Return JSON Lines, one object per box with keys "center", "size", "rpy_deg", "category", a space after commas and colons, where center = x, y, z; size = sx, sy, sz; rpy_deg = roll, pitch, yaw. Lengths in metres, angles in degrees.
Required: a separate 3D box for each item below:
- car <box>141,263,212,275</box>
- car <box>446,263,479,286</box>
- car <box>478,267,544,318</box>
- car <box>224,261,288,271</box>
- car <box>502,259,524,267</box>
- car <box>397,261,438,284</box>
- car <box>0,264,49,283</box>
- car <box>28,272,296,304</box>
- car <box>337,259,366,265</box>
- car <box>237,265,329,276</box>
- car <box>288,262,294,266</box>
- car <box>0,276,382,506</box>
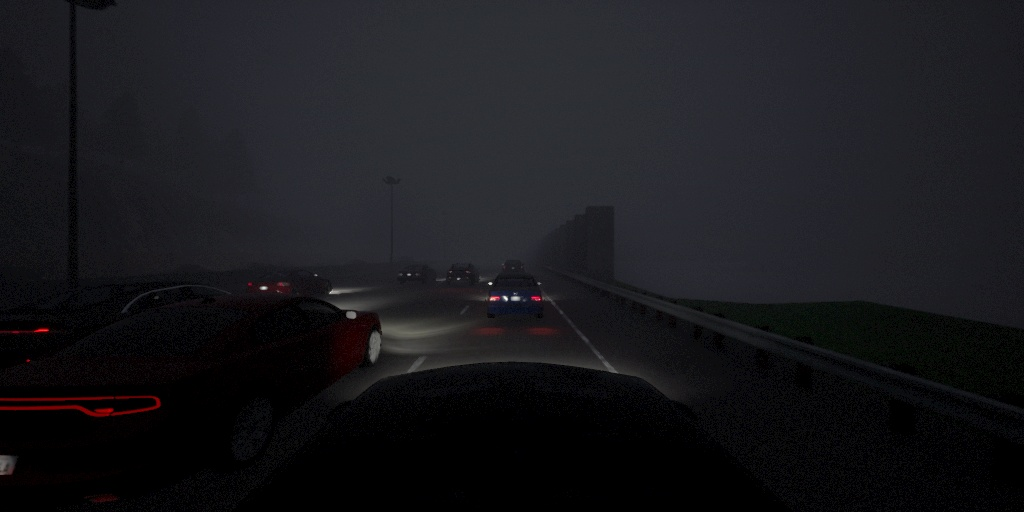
{"center": [-24.591, 1.278, 26.457], "size": [1.812, 1.442, 4.674], "rpy_deg": [0, 0, 0], "category": "car"}
{"center": [-3.394, 1.243, 25.185], "size": [2.128, 1.511, 4.902], "rpy_deg": [0, 0, 0], "category": "car"}
{"center": [0.102, 1.298, 13.018], "size": [2.033, 1.411, 5.357], "rpy_deg": [0, 0, 0], "category": "car"}
{"center": [-21.083, 1.243, 29.171], "size": [2.128, 1.511, 4.902], "rpy_deg": [0, 0, 0], "category": "car"}
{"center": [0.113, 1.103, 34.238], "size": [2.097, 1.767, 4.553], "rpy_deg": [0, 0, 0], "category": "car"}
{"center": [-6.896, 1.299, 26.527], "size": [2.033, 1.411, 5.357], "rpy_deg": [0, 0, 0], "category": "car"}
{"center": [-31.592, 1.244, 21.571], "size": [2.128, 1.511, 4.902], "rpy_deg": [0, 0, 0], "category": "car"}
{"center": [-6.898, 1.242, 7.114], "size": [2.128, 1.511, 4.902], "rpy_deg": [0, 0, 0], "category": "car"}
{"center": [-24.178, 1.231, 54.859], "size": [1.882, 1.535, 5.008], "rpy_deg": [0, 1, 2], "category": "car"}
{"center": [-10.397, 1.315, 17.030], "size": [1.994, 1.385, 4.181], "rpy_deg": [0, 0, 0], "category": "car"}
{"center": [-27.972, 1.279, 42.773], "size": [1.812, 1.442, 4.674], "rpy_deg": [0, 0, 1], "category": "car"}
{"center": [-3.399, 1.228, 4.845], "size": [1.882, 1.535, 5.008], "rpy_deg": [0, 0, 0], "category": "car"}
